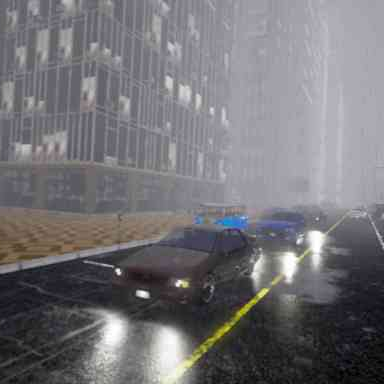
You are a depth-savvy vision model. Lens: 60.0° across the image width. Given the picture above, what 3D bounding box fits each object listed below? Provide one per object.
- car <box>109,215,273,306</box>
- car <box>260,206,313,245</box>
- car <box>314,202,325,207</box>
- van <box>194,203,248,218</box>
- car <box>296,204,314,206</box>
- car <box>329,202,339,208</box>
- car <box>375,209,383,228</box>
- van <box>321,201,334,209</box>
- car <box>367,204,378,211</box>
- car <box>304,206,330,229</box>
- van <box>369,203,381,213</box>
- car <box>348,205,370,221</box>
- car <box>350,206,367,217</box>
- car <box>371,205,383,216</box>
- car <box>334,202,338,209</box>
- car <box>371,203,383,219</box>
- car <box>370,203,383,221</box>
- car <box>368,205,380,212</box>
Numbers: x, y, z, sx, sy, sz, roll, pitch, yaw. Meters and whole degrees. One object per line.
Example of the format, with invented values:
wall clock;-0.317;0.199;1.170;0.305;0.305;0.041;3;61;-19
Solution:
car;0.310;1.569;8.541;2.033;1.411;5.357;3;0;27
car;4.806;1.716;17.322;1.882;1.535;5.008;3;0;27
car;17.175;2.409;47.185;1.947;1.339;4.313;3;0;27
van;1.540;1.428;16.860;1.690;1.788;3.998;3;0;27
car;11.994;2.158;37.057;1.947;1.339;4.313;3;0;27
car;35.307;3.274;82.631;2.008;1.369;4.403;3;0;27
car;16.847;2.390;28.157;1.802;1.307;4.206;3;0;27
van;24.958;2.561;62.375;1.690;1.788;3.998;3;0;27
car;42.749;3.615;78.793;2.008;1.369;4.403;3;0;27
car;9.432;2.063;26.357;1.895;1.301;4.718;3;0;27
van;34.990;3.027;63.602;1.690;1.788;3.998;3;0;27
car;18.541;2.421;37.163;1.812;1.442;4.674;3;0;27
car;23.397;2.695;46.666;1.994;1.385;4.181;3;0;27
car;29.878;2.964;53.626;1.752;1.417;4.829;3;0;27
car;30.126;3.037;72.504;1.947;1.339;4.313;3;0;27
car;24.631;2.499;43.347;2.192;1.841;5.009;3;0;27
car;22.041;2.374;38.283;2.192;1.841;5.009;3;0;27
car;37.569;3.363;68.666;2.008;1.369;4.403;3;0;27
